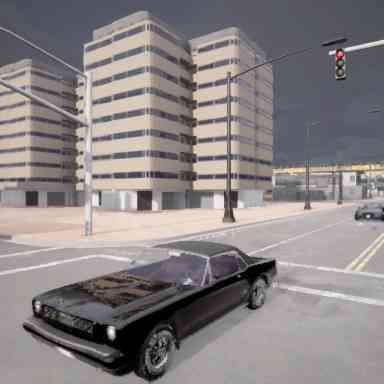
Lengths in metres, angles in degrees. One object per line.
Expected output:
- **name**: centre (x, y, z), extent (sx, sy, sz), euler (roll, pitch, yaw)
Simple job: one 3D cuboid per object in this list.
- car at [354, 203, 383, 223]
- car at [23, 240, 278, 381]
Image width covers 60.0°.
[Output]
- **car**: centre (13.956, 1.568, 25.812), extent (1.994, 1.385, 4.181), euler (0, 0, 35)
- **car**: centre (-0.226, 1.602, 5.759), extent (1.895, 1.301, 4.718), euler (0, 0, 35)
